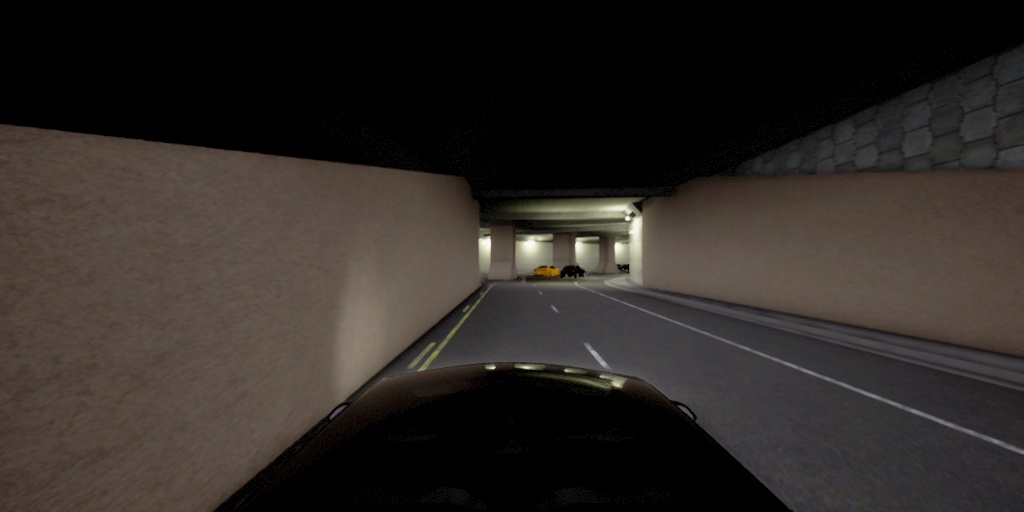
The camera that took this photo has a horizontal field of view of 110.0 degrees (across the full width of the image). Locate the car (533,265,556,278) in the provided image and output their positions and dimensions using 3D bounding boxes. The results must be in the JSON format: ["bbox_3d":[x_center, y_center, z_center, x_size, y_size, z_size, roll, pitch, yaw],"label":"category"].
[{"bbox_3d":[4.281,1.807,43.112,1.882,1.535,5.008,-1,-1,28],"label":"car"}]

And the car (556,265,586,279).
[{"bbox_3d":[7.028,1.804,40.893,1.837,1.490,4.892,-1,-1,27],"label":"car"}]
